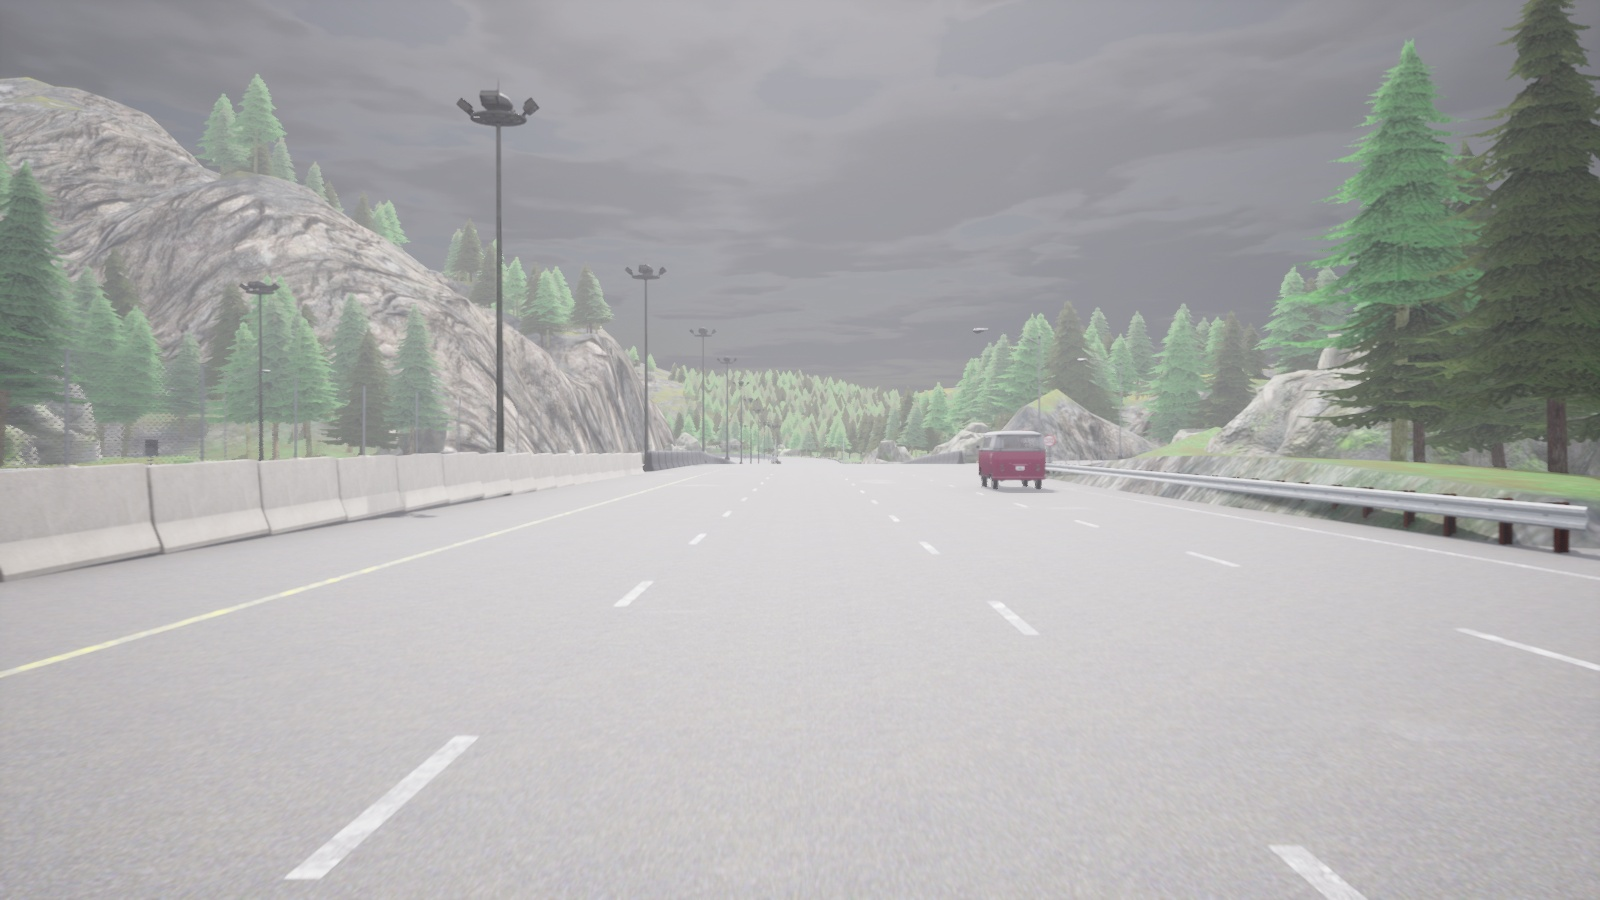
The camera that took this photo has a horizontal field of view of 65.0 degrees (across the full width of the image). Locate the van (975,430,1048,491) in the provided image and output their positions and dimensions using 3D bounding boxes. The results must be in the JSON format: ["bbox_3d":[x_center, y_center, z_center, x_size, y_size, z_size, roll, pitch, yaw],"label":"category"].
[{"bbox_3d":[7.251,0.337,43.463,1.775,1.987,4.442,0,0,0],"label":"van"}]
